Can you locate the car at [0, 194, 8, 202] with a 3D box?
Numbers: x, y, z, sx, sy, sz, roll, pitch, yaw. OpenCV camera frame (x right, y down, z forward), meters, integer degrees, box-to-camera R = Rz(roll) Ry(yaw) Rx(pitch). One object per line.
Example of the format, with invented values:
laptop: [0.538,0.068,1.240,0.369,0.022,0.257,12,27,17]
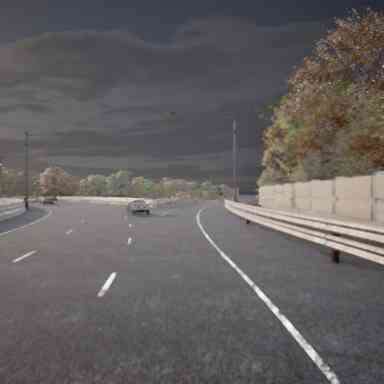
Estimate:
car: [-46.480,1.611,82.329,5.008,1.535,1.882,0,0,37]

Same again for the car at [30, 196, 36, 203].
car: [-36.851,1.832,78.409,4.718,1.301,1.895,0,0,42]

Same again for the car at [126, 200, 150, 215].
car: [-5.664,1.585,34.571,2.033,1.411,5.357,0,0,-18]

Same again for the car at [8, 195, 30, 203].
car: [-39.778,1.846,76.358,4.718,1.301,1.895,0,0,42]

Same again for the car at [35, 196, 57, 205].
car: [-26.961,1.681,61.402,1.837,1.490,4.892,0,0,-36]
